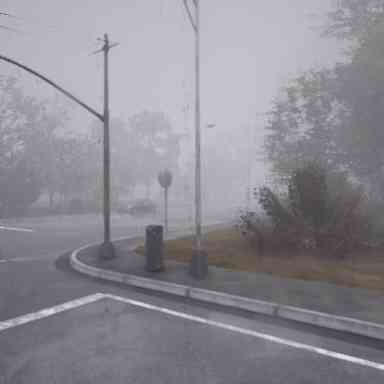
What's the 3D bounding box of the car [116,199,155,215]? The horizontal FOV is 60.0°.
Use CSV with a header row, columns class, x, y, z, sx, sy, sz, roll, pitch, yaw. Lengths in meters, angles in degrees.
class,x,y,z,sx,sy,sz,roll,pitch,yaw
car,-6.048,1.529,36.077,2.097,1.767,4.553,0,0,32
